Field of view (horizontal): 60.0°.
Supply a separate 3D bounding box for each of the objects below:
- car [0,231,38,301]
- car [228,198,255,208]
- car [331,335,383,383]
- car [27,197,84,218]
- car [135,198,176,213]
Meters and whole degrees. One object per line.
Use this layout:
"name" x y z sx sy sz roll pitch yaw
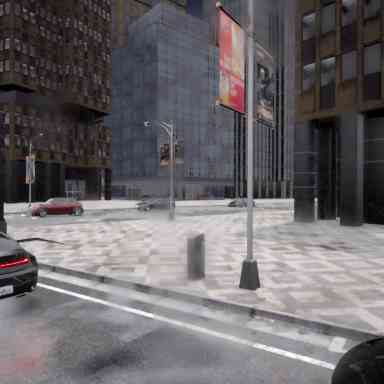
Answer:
"car" -5.331 1.504 7.253 4.892 1.490 1.837 0 0 34
"car" 6.945 1.525 46.381 4.181 1.385 1.994 0 0 -41
"car" 3.223 1.478 1.357 5.008 1.535 1.882 0 0 36
"car" -12.123 1.294 29.662 4.553 1.767 2.097 0 0 -41
"car" -4.010 1.440 36.788 4.902 1.511 2.128 0 0 -41
